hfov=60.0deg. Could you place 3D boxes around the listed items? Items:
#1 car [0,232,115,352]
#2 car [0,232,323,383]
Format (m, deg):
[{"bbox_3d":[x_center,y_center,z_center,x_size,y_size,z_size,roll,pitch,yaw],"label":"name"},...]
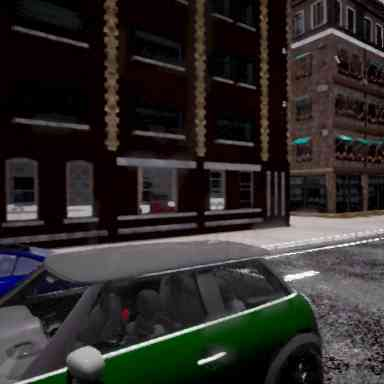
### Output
[{"bbox_3d":[-3.583,1.561,5.323,4.181,1.385,1.994,0,0,-31],"label":"car"},{"bbox_3d":[-0.860,1.351,3.073,4.553,1.767,2.097,0,0,-35],"label":"car"}]
